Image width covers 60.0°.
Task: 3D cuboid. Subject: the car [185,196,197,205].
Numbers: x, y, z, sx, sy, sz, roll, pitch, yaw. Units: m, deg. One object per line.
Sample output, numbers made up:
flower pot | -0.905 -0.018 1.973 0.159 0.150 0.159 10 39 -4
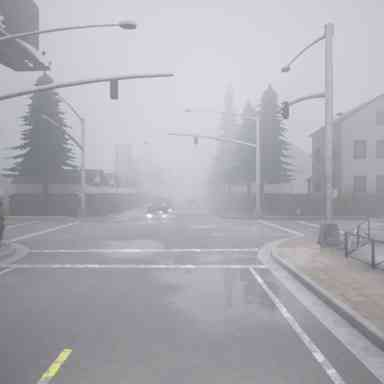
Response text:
car | -0.155 1.491 59.151 2.128 1.511 4.902 0 0 0

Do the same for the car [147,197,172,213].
car | -3.695 1.352 36.946 2.097 1.767 4.553 0 0 0
